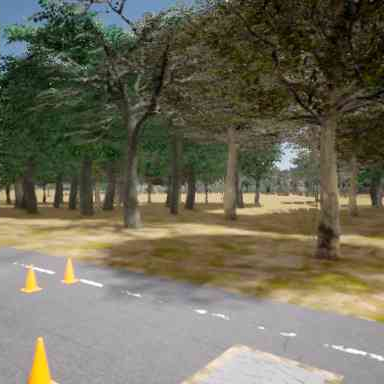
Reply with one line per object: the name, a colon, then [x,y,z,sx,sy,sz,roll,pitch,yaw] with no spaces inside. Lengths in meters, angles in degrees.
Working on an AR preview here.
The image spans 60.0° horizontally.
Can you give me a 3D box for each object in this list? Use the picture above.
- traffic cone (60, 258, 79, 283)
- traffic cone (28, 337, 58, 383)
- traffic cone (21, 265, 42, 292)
traffic cone: [-3.186,2.021,8.639,0.340,0.580,0.340,0,-1,37]
traffic cone: [-1.760,1.984,3.847,0.340,0.580,0.340,0,-1,37]
traffic cone: [-3.782,2.009,7.836,0.340,0.580,0.340,0,-1,37]
